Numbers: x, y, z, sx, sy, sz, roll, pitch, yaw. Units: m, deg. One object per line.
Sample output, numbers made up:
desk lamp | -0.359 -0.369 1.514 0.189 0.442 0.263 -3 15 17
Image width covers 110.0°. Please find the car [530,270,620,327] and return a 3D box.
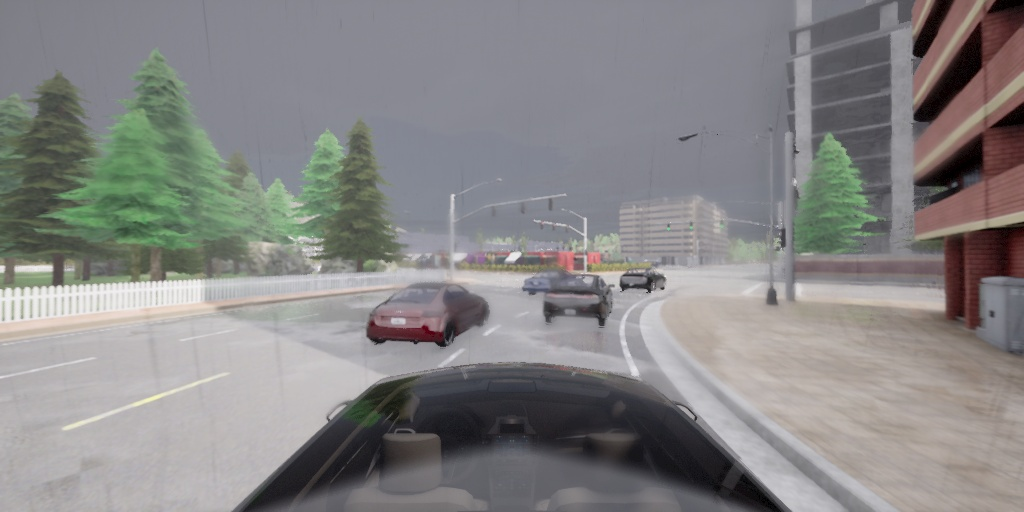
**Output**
car | 2.377 1.360 12.178 2.128 1.511 4.902 0 -1 19

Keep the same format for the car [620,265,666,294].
car | 8.374 1.495 22.749 2.128 1.511 4.902 0 -1 36

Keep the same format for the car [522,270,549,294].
car | 2.490 1.508 20.601 2.033 1.411 5.357 0 -1 30

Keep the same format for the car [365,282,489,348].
car | -2.027 1.396 9.702 1.994 1.385 4.181 0 -1 12
